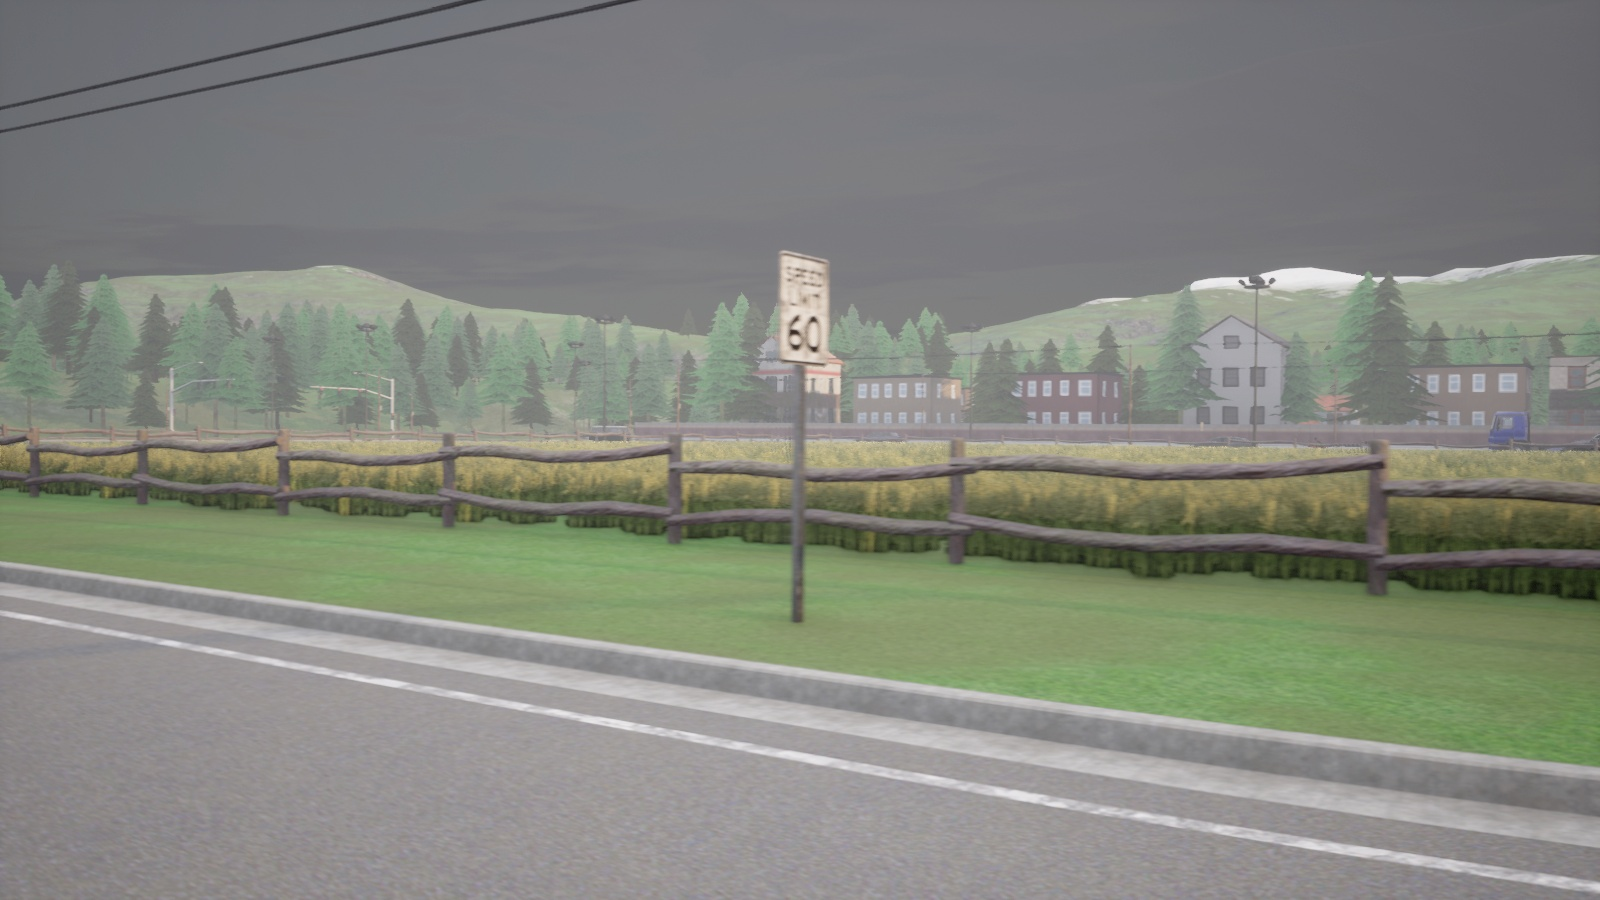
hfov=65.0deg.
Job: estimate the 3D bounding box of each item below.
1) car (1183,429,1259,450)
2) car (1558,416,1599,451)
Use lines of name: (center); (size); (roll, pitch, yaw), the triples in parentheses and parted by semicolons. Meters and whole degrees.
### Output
car: (30.481, -0.780, 90.887); (4.892, 1.490, 1.837); (0, 1, 34)
car: (48.334, -1.007, 74.696); (5.566, 2.045, 2.150); (0, 1, 31)
